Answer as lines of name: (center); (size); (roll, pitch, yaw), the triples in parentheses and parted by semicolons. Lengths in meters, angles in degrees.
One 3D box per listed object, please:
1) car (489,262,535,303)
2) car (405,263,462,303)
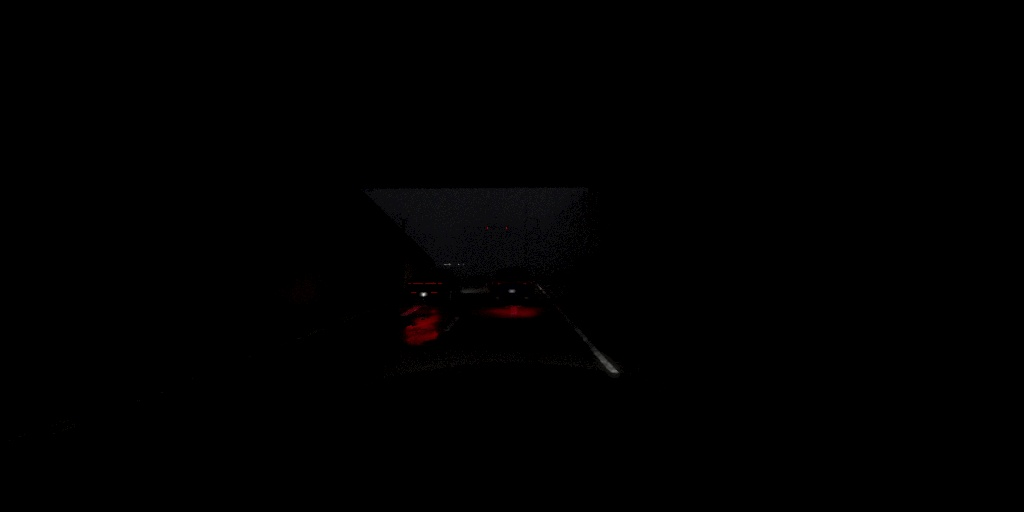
car: (0.000, 1.233, 16.625); (1.882, 1.535, 5.008); (0, 0, 0)
car: (-3.500, 1.264, 16.625); (1.837, 1.490, 4.892); (0, 0, 0)
